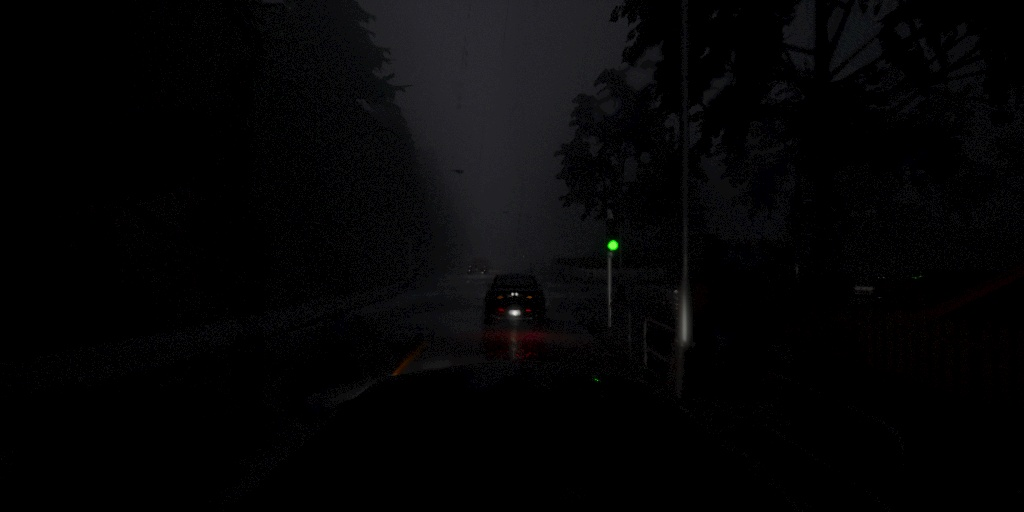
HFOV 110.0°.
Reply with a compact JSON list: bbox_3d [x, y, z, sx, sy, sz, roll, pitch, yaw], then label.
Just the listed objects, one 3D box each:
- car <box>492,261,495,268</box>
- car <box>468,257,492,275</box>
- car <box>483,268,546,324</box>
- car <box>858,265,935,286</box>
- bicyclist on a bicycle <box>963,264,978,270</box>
[{"bbox_3d":[-4.065,1.416,60.050,2.097,1.767,4.553,0,0,0],"label":"car"},{"bbox_3d":[-4.093,1.194,44.642,2.150,2.045,5.566,0,1,1],"label":"car"},{"bbox_3d":[0.088,1.312,12.224,1.837,1.490,4.892,0,0,0],"label":"car"},{"bbox_3d":[26.687,1.377,24.551,4.892,1.490,1.837,0,0,0],"label":"car"},{"bbox_3d":[20.707,1.176,16.150,0.582,1.620,1.656,0,-1,0],"label":"bicyclist on a bicycle"}]
